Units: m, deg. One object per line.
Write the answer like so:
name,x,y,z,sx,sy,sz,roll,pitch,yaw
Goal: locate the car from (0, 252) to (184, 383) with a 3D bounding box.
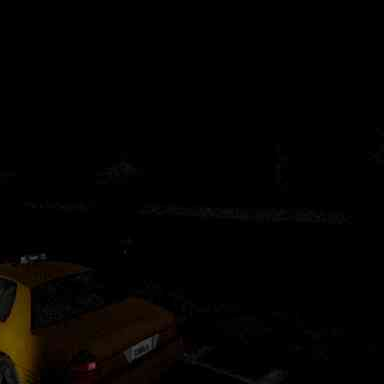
car,-2.375,1.525,4.660,4.829,1.417,1.752,0,0,36
